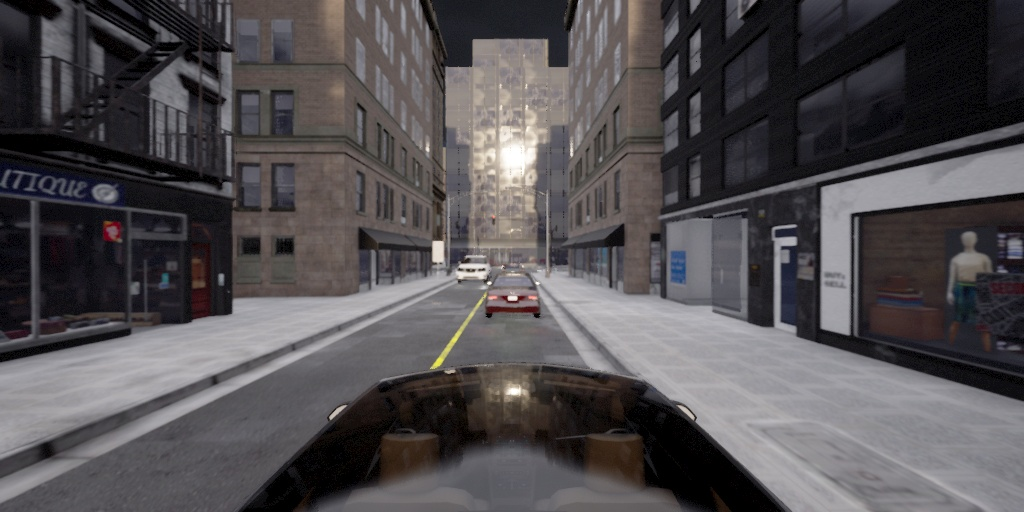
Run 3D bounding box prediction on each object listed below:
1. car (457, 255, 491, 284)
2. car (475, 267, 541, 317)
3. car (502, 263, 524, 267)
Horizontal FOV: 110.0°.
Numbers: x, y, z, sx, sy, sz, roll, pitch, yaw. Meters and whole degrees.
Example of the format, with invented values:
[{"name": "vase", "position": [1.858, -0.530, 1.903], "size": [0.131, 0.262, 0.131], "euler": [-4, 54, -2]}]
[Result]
[{"name": "car", "position": [-2.811, 0.962, 27.482], "size": [2.150, 2.045, 5.566], "euler": [0, 0, 0]}, {"name": "car", "position": [0.047, 1.297, 13.139], "size": [2.033, 1.411, 5.357], "euler": [0, 0, 1]}, {"name": "car", "position": [0.068, 1.298, 30.270], "size": [1.994, 1.385, 4.181], "euler": [0, 0, 0]}]
